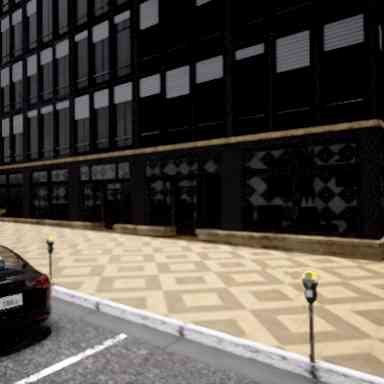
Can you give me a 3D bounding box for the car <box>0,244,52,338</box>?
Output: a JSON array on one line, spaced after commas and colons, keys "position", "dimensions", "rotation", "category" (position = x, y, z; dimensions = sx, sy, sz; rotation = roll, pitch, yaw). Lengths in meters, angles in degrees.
[{"position": [-4.221, 1.570, 5.856], "dimensions": [4.313, 1.339, 1.947], "rotation": [0, -1, 35], "category": "car"}]
